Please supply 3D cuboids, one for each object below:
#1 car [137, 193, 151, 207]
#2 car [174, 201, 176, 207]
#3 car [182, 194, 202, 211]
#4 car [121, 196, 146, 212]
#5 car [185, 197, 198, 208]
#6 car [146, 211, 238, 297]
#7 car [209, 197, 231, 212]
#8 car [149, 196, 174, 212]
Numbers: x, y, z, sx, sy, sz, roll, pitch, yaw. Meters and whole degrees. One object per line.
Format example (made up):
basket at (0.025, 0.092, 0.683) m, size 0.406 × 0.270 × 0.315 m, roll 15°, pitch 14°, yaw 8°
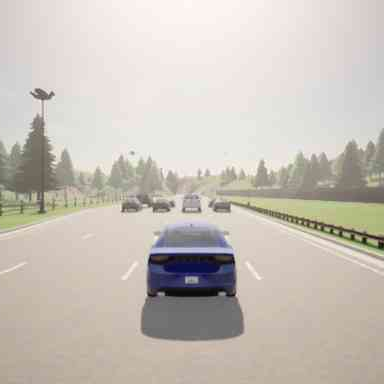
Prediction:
car at (-7.055, 1.224, 49.669) m, size 2.150 × 2.045 × 5.566 m, roll 0°, pitch 0°, yaw 0°
car at (-3.555, 1.566, 49.643) m, size 1.994 × 1.385 × 4.181 m, roll 0°, pitch 0°, yaw 0°
car at (-0.043, 1.223, 39.258) m, size 2.150 × 2.045 × 5.566 m, roll 0°, pitch 0°, yaw 0°
car at (-7.043, 1.507, 39.220) m, size 1.837 × 1.490 × 4.892 m, roll 0°, pitch 0°, yaw 0°
car at (-0.055, 1.480, 49.647) m, size 1.882 × 1.535 × 5.008 m, roll 0°, pitch 0°, yaw 0°
car at (-0.009, 1.478, 8.619) m, size 1.882 × 1.535 × 5.008 m, roll 0°, pitch 0°, yaw 0°
car at (3.457, 1.494, 39.232) m, size 2.128 × 1.511 × 4.902 m, roll 0°, pitch 0°, yaw 0°
car at (-3.543, 1.507, 39.224) m, size 1.837 × 1.490 × 4.892 m, roll 0°, pitch 0°, yaw 0°
